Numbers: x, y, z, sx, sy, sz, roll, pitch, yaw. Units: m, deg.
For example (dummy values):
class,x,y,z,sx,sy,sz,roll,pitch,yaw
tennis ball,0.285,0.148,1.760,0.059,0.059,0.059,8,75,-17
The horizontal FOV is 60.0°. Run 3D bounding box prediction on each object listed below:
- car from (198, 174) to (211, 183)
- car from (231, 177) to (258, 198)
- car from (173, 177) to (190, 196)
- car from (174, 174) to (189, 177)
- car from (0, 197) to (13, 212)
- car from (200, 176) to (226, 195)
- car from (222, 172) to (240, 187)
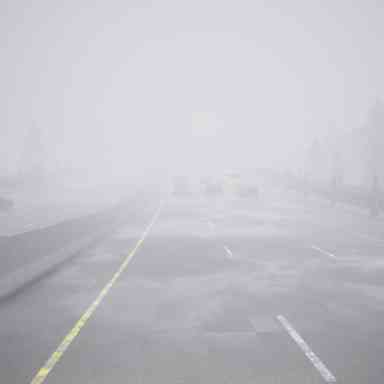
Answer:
class,x,y,z,sx,sy,sz,roll,pitch,yaw
car,2.016,-1.861,48.516,1.882,1.535,5.008,0,7,-2
car,5.902,-0.336,36.455,1.882,1.535,5.008,0,7,-2
car,-1.196,-0.452,37.740,2.033,1.411,5.357,0,7,-1
car,-1.528,-1.822,48.087,1.882,1.535,5.008,0,7,-1
car,-14.820,0.977,23.706,1.895,1.301,4.718,0,4,-1
car,2.348,-0.570,38.239,1.882,1.535,5.008,0,7,-2
car,5.496,-1.845,46.441,2.150,2.045,5.566,0,7,-2
